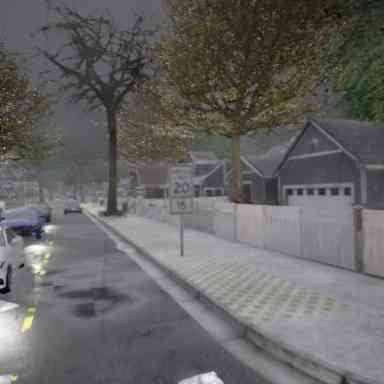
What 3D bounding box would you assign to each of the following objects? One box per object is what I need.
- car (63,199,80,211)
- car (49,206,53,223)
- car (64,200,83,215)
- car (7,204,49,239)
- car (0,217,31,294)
[{"bbox_3d":[-17.368,1.878,47.988,2.128,1.511,4.902,-1,0,-21],"label":"car"},{"bbox_3d":[-12.795,1.753,27.885,1.882,1.535,5.008,-1,0,-20],"label":"car"},{"bbox_3d":[-13.878,1.869,38.939,1.994,1.385,4.181,-1,0,-20],"label":"car"},{"bbox_3d":[-9.158,1.673,18.249,1.882,1.535,5.008,-1,0,-21],"label":"car"},{"bbox_3d":[-5.608,1.645,8.856,1.812,1.442,4.674,-1,0,-21],"label":"car"}]
